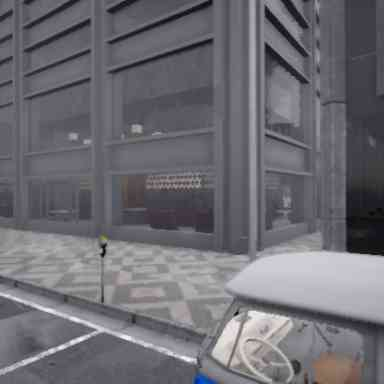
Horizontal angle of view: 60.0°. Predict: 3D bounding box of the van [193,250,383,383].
[{"bbox_3d":[1.812,1.336,1.666,3.998,1.788,1.690,-1,0,35],"label":"van"}]
